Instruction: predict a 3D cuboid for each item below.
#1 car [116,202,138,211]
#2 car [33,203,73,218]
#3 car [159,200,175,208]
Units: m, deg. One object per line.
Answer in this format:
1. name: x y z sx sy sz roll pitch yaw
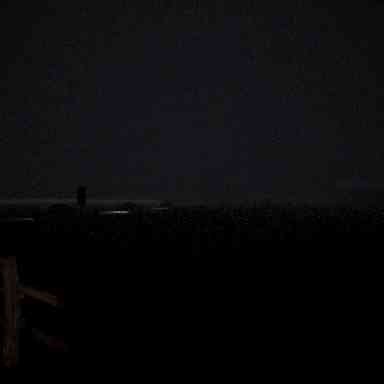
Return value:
1. car: -9.648 2.152 49.609 1.994 1.385 4.181 -1 -1 17
2. car: -14.048 1.873 33.937 1.812 1.442 4.674 -1 -1 15
3. car: -4.861 2.307 64.621 1.994 1.385 4.181 -1 -1 18
